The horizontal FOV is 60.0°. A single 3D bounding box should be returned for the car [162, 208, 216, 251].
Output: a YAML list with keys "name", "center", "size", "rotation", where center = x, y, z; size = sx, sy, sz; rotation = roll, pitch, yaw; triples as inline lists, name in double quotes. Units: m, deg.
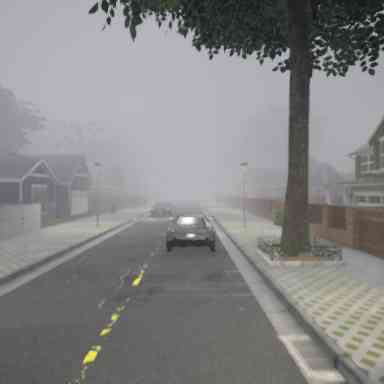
- name: "car"
  center: [-0.044, 1.584, 14.292]
  size: [1.994, 1.385, 4.181]
  rotation: [0, 0, 0]

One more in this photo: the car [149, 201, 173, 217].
- name: "car"
  center: [-2.831, 1.561, 31.842]
  size: [1.812, 1.442, 4.674]
  rotation: [0, 0, 0]
